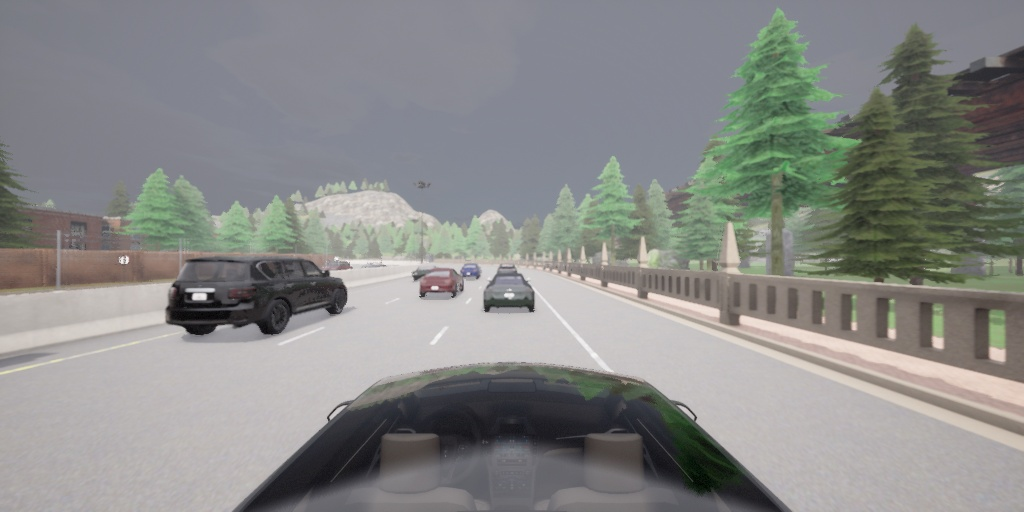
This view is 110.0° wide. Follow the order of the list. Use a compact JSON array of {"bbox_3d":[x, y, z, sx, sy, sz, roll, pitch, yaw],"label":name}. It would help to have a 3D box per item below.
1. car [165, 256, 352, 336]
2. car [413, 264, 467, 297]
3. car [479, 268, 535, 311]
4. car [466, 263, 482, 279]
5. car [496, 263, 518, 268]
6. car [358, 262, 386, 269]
[{"bbox_3d":[-7.073,1.024,10.780,2.150,2.045,5.566,0,0,0],"label":"car"},{"bbox_3d":[-3.706,1.365,19.313,1.812,1.442,4.674,0,0,-1],"label":"car"},{"bbox_3d":[-0.127,1.379,14.860,1.994,1.385,4.181,0,0,-1],"label":"car"},{"bbox_3d":[-3.976,1.441,34.675,1.812,1.442,4.674,0,0,-1],"label":"car"},{"bbox_3d":[-0.451,1.398,33.732,2.128,1.511,4.902,0,0,-1],"label":"car"},{"bbox_3d":[-14.755,1.433,37.878,2.128,1.511,4.902,0,0,-1],"label":"car"}]
